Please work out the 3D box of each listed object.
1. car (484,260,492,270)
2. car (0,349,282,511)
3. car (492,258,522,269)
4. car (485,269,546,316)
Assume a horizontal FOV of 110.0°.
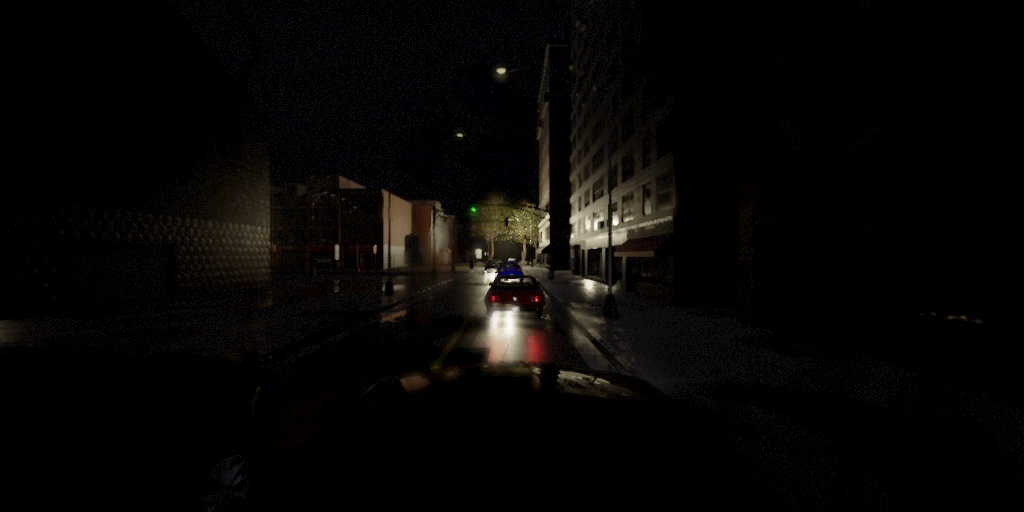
[{"bbox_3d":[-2.823,1.246,50.701,1.812,1.442,4.674,0,0,1],"label":"car"},{"bbox_3d":[-2.850,1.256,1.032,1.837,1.490,4.892,0,0,0],"label":"car"},{"bbox_3d":[-0.316,1.202,28.344,1.882,1.535,5.008,0,0,-6],"label":"car"},{"bbox_3d":[0.099,1.336,13.186,1.895,1.301,4.718,0,0,0],"label":"car"}]
